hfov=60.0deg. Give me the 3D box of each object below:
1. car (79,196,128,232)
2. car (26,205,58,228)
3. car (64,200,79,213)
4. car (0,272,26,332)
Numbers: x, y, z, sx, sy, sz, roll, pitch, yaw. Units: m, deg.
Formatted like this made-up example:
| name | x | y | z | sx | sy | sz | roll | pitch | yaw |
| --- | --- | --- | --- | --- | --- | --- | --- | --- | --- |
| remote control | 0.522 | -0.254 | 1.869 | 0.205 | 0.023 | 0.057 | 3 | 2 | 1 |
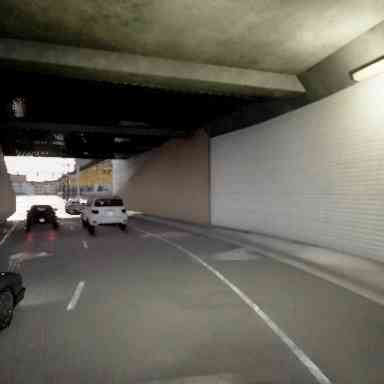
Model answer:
| name | x | y | z | sx | sy | sz | roll | pitch | yaw |
| --- | --- | --- | --- | --- | --- | --- | --- | --- | --- |
| car | -5.529 | 1.244 | 20.699 | 2.150 | 2.045 | 5.566 | -1 | 0 | -23 |
| car | -10.254 | 1.588 | 22.751 | 1.812 | 1.442 | 4.674 | -1 | 0 | -24 |
| car | -13.261 | 1.595 | 37.666 | 1.812 | 1.442 | 4.674 | -1 | 0 | -25 |
| car | -3.739 | 1.576 | 3.728 | 2.033 | 1.411 | 5.357 | 0 | 0 | -7 |
